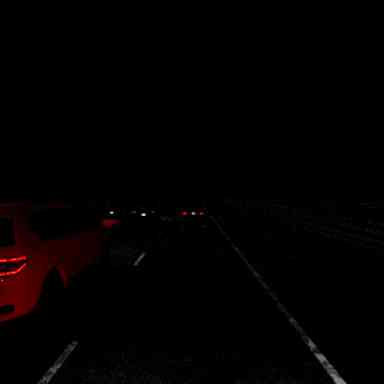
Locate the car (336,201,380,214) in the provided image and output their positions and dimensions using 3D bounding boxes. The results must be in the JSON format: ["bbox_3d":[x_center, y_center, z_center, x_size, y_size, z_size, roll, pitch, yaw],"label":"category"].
[{"bbox_3d":[18.991,1.708,38.437,2.033,1.411,5.357,0,0,-18],"label":"car"}]

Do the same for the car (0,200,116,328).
[{"bbox_3d":[-3.399,1.217,7.118,2.150,2.045,5.566,0,0,0],"label":"car"}]

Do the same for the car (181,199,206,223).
[{"bbox_3d":[0.094,1.559,25.950,2.033,1.411,5.357,0,0,0],"label":"car"}]

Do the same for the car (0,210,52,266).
[{"bbox_3d":[-6.904,1.493,11.371,2.128,1.511,4.902,0,0,0],"label":"car"}]

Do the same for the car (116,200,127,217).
[{"bbox_3d":[-6.899,1.514,31.067,1.837,1.490,4.892,1,0,0],"label":"car"}]

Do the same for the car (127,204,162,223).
[{"bbox_3d":[-3.406,1.575,25.453,1.994,1.385,4.181,0,0,0],"label":"car"}]

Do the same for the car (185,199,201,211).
[{"bbox_3d":[0.090,1.592,42.880,1.994,1.385,4.181,0,0,0],"label":"car"}]
